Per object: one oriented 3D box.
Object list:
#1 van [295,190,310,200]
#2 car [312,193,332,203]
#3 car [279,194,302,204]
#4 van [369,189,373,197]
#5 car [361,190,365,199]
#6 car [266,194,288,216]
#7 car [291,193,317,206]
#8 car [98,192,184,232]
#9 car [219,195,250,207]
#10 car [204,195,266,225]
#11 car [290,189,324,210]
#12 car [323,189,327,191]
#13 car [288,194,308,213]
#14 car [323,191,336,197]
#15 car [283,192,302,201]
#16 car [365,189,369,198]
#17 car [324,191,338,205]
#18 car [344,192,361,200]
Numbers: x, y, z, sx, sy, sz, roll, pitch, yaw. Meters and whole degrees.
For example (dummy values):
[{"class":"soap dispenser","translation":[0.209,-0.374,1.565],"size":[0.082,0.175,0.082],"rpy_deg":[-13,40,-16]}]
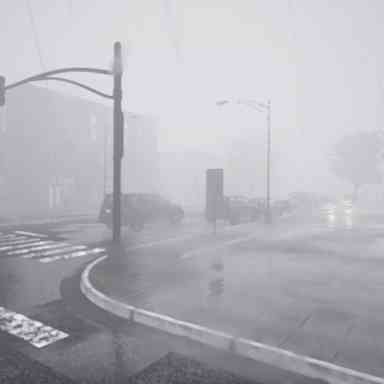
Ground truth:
[{"class":"van","translation":[21.068,0.486,63.383],"size":[1.690,1.788,3.998],"rpy_deg":[2,2,35]},{"class":"car","translation":[20.639,0.912,52.796],"size":[1.895,1.301,4.718],"rpy_deg":[1,1,35]},{"class":"car","translation":[14.818,0.955,49.659],"size":[1.895,1.301,4.718],"rpy_deg":[1,1,35]},{"class":"van","translation":[40.588,0.289,76.851],"size":[1.690,1.788,3.998],"rpy_deg":[2,2,35]},{"class":"car","translation":[31.118,0.739,63.186],"size":[1.802,1.307,4.206],"rpy_deg":[2,2,35]},{"class":"car","translation":[5.874,1.142,26.728],"size":[1.967,1.590,4.097],"rpy_deg":[1,2,35]},{"class":"car","translation":[15.040,0.911,44.613],"size":[1.882,1.535,5.008],"rpy_deg":[1,1,35]},{"class":"car","translation":[-2.721,1.032,19.056],"size":[2.150,2.045,5.566],"rpy_deg":[1,1,35]},{"class":"car","translation":[5.287,1.052,40.605],"size":[1.947,1.339,4.313],"rpy_deg":[2,2,35]},{"class":"car","translation":[2.720,1.084,22.169],"size":[2.192,1.841,5.009],"rpy_deg":[1,2,35]},{"class":"car","translation":[12.187,0.882,35.840],"size":[2.192,1.841,5.009],"rpy_deg":[1,2,35]},{"class":"car","translation":[27.378,0.446,72.500],"size":[1.967,1.590,4.097],"rpy_deg":[2,2,35]},{"class":"car","translation":[9.029,1.185,31.289],"size":[2.008,1.369,4.403],"rpy_deg":[1,2,35]},{"class":"car","translation":[33.688,0.417,81.615],"size":[2.008,1.369,4.403],"rpy_deg":[2,2,35]},{"class":"car","translation":[17.814,0.741,58.692],"size":[1.752,1.417,4.829],"rpy_deg":[2,2,35]},{"class":"car","translation":[34.371,0.611,67.881],"size":[1.752,1.417,4.829],"rpy_deg":[2,2,35]},{"class":"car","translation":[18.496,0.998,44.959],"size":[1.947,1.339,4.313],"rpy_deg":[2,2,35]},{"class":"car","translation":[27.962,0.777,58.628],"size":[2.008,1.369,4.403],"rpy_deg":[2,2,35]}]
